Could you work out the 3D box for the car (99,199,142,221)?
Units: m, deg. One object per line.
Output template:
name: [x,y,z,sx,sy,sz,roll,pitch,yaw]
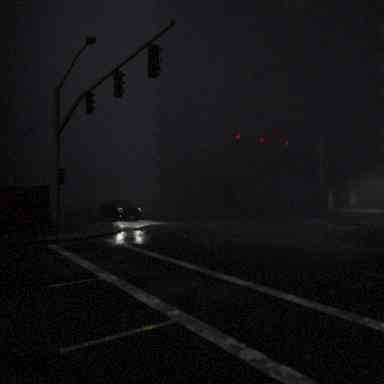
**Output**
car: [-5.861,1.353,27.074,2.097,1.767,4.553,0,0,-36]
